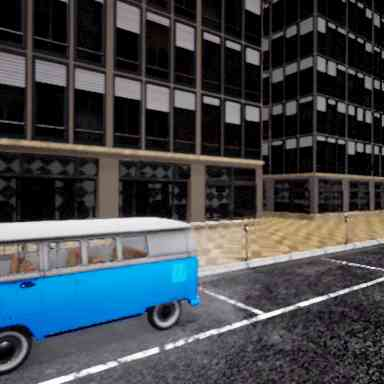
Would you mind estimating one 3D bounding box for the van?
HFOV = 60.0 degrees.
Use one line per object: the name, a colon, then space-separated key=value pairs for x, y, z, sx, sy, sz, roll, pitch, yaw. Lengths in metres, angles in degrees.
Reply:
van: x=-1.768 y=1.344 z=5.292 sx=3.998 sy=1.788 sz=1.690 roll=0 pitch=0 yaw=-35
